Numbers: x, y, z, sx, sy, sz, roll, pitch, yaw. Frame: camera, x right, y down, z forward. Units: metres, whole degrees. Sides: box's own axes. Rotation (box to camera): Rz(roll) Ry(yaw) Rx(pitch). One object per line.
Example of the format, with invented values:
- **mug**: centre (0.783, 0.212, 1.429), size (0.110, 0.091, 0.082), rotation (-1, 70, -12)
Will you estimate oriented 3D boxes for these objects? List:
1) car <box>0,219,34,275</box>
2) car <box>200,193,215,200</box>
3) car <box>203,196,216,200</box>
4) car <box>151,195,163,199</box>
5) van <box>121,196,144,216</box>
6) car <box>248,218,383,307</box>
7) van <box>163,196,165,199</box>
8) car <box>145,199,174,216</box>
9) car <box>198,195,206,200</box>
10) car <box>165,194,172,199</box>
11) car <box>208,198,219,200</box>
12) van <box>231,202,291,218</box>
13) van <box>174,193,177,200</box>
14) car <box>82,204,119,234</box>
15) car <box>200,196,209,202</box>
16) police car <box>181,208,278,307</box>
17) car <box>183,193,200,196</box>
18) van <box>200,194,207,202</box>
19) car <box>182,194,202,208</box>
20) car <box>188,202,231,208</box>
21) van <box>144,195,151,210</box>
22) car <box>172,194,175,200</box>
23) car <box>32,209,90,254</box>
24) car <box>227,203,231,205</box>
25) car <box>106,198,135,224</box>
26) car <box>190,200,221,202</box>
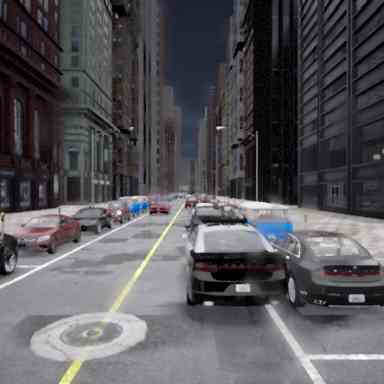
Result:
- **car**: centre (-5.762, 1.564, 7.742), size (1.947, 1.339, 4.313), rotation (0, 0, 0)
- **car**: centre (2.775, 1.332, 52.847), size (2.192, 1.841, 5.009), rotation (0, 0, 0)
- **car**: centre (2.773, 1.554, 41.574), size (1.887, 1.381, 4.507), rotation (0, 0, 0)
- **car**: centre (-5.751, 1.328, 47.198), size (2.192, 1.841, 5.009), rotation (0, 0, 0)
- **van**: centre (-5.756, 1.344, 30.289), size (1.690, 1.788, 3.998), rotation (0, 0, 0)
- **car**: centre (2.763, 1.549, 7.757), size (2.008, 1.369, 4.403), rotation (0, 0, 0)
- **van**: centre (-5.750, 1.359, 52.834), size (1.690, 1.788, 3.998), rotation (0, 0, 0)
- **car**: centre (-3.092, 1.605, 32.750), size (1.895, 1.301, 4.718), rotation (0, 0, 0)
- **car**: centre (2.786, 1.507, 92.301), size (1.967, 1.590, 4.097), rotation (0, 0, 0)
- **car**: centre (-5.745, 1.580, 69.744), size (1.887, 1.381, 4.507), rotation (0, 0, 0)
- **car**: centre (2.769, 1.554, 30.302), size (2.008, 1.369, 4.403), rotation (0, 0, 0)
- **van**: centre (2.765, 1.339, 13.393), size (1.690, 1.788, 3.998), rotation (0, 0, 0)
- **van**: centre (-5.739, 1.408, 92.291), size (1.690, 1.788, 3.998), rotation (0, 0, 0)
- **car**: centre (-5.759, 1.565, 19.016), size (1.947, 1.339, 4.313), rotation (0, 0, 0)
- **car**: centre (2.782, 1.568, 75.562), size (1.752, 1.417, 4.829), rotation (0, 0, 0)
- **police car**: centre (0.779, 1.425, 8.226), size (1.930, 1.638, 5.238), rotation (0, 0, -2)
- **car**: centre (0.017, 1.375, 59.188), size (2.097, 1.767, 4.553), rotation (0, 0, 0)
- **van**: centre (2.783, 1.392, 81.028), size (1.690, 1.788, 3.998), rotation (0, 0, 0)
- **car**: centre (0.025, 1.489, 45.694), size (1.882, 1.535, 5.008), rotation (0, 0, 0)
- **car**: centre (0.843, 1.504, 18.143), size (1.837, 1.490, 4.892), rotation (0, 0, 0)
- **van**: centre (-5.754, 1.347, 35.925), size (1.690, 1.788, 3.998), rotation (0, 0, 0)
- **car**: centre (-5.742, 1.617, 81.018), size (1.947, 1.339, 4.313), rotation (0, 0, 0)
- **car**: centre (-5.760, 1.580, 13.379), size (1.802, 1.307, 4.206), rotation (0, 0, 0)
- **car**: centre (2.766, 1.550, 19.029), size (2.008, 1.369, 4.403), rotation (0, 0, 0)
- **car**: centre (-5.757, 1.441, 24.652), size (1.967, 1.590, 4.097), rotation (0, 0, 0)
- **car**: centre (0.907, 1.526, 24.142), size (1.812, 1.442, 4.674), rotation (0, 0, 0)
